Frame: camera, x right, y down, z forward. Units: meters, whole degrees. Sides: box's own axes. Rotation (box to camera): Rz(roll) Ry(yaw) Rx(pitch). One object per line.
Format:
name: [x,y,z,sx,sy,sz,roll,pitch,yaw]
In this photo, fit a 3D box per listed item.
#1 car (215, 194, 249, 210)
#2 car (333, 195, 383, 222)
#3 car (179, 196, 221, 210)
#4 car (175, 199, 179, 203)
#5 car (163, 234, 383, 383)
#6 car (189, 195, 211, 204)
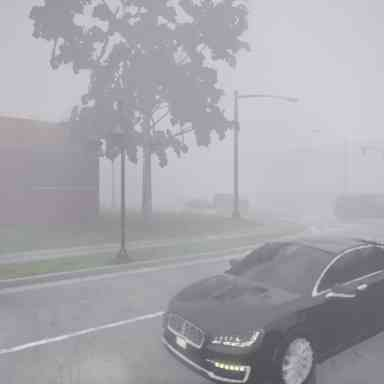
car: [4.925,1.221,42.928,2.150,2.045,5.566,0,0,-34]
car: [13.196,1.222,24.318,2.150,2.045,5.566,0,0,-34]
car: [0.924,1.547,42.626,2.033,1.411,5.357,0,0,-33]
car: [-1.576,1.600,65.426,1.895,1.301,4.718,0,0,-34]
car: [1.864,1.504,5.277,4.892,1.490,1.837,0,0,-35]
car: [1.608,1.477,66.962,1.882,1.535,5.008,0,0,-34]
